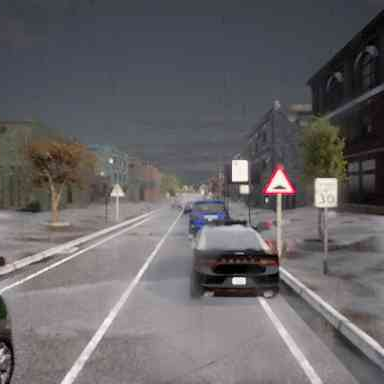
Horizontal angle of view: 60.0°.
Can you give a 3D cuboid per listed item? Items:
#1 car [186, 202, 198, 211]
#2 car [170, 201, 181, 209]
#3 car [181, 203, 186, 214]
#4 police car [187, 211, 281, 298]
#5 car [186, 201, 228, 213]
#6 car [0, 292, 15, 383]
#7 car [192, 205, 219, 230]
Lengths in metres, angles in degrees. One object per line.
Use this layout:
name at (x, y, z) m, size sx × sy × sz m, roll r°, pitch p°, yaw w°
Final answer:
car at (0.024, 2.418, 57.416) m, size 2.033 × 1.411 × 5.357 m, roll 0°, pitch -1°, yaw 0°
car at (-2.976, 2.444, 62.823) m, size 1.837 × 1.490 × 4.892 m, roll 0°, pitch -1°, yaw 0°
car at (0.046, 2.051, 45.026) m, size 2.097 × 1.767 × 4.553 m, roll 0°, pitch -1°, yaw 1°
police car at (0.902, 1.536, 8.938) m, size 1.930 × 1.638 × 5.238 m, roll 0°, pitch -1°, yaw 0°
car at (0.907, 1.502, 18.860) m, size 2.150 × 2.045 × 5.566 m, roll 0°, pitch -1°, yaw 0°
car at (-3.101, 1.368, 1.933) m, size 2.097 × 1.767 × 4.553 m, roll 0°, pitch -1°, yaw 0°
car at (0.909, 1.836, 25.017) m, size 1.801 × 1.575 × 5.366 m, roll 0°, pitch -1°, yaw 0°
